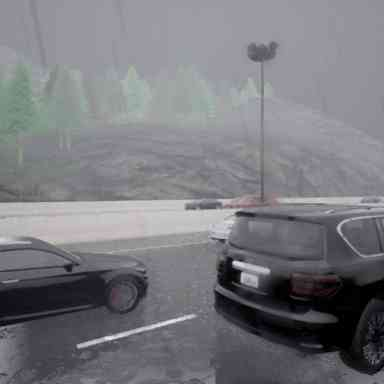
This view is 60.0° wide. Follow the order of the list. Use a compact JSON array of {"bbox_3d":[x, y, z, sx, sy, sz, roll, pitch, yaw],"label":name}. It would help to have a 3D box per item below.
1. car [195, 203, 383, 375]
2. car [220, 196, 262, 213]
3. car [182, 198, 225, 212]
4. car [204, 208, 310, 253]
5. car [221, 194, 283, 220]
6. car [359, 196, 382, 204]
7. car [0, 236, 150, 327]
[{"bbox_3d":[2.923,1.223,5.842,5.566,2.045,2.150,0,0,-36],"label":"car"},{"bbox_3d":[5.612,1.360,38.119,4.553,1.767,2.097,0,0,-35],"label":"car"},{"bbox_3d":[1.449,1.486,39.448,5.008,1.535,1.882,0,0,-36],"label":"car"},{"bbox_3d":[2.928,1.529,14.450,4.674,1.442,1.812,0,0,-36],"label":"car"},{"bbox_3d":[5.350,1.230,29.333,5.566,2.045,2.150,0,0,-35],"label":"car"},{"bbox_3d":[33.500,1.511,62.247,4.892,1.490,1.837,0,0,-36],"label":"car"},{"bbox_3d":[-3.019,1.527,5.914,4.674,1.442,1.812,0,0,-35],"label":"car"}]
